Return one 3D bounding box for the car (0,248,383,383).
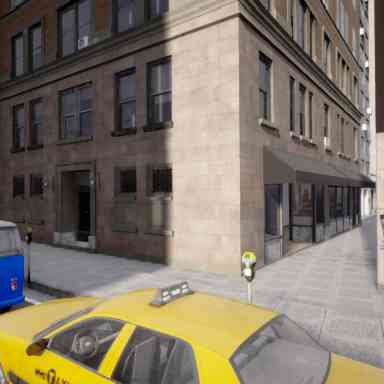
[{"bbox_3d":[-0.391,1.526,3.139,4.829,1.417,1.752,0,-1,36],"label":"car"}]

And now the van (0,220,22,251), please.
[{"bbox_3d":[-4.865,1.342,6.344,3.998,1.788,1.690,0,-1,36],"label":"van"}]
